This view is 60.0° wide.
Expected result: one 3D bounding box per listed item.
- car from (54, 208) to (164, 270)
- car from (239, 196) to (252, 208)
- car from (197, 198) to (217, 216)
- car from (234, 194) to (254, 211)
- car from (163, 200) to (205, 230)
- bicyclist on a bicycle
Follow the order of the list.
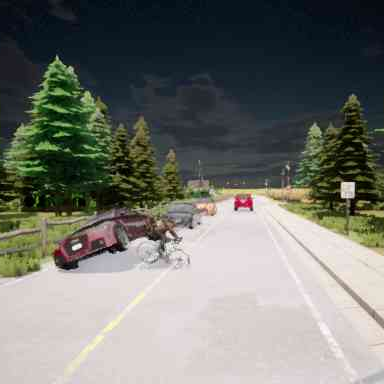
[{"bbox_3d":[-2.672,1.342,10.832,1.994,1.385,4.181,-24,-6,12],"label":"car"},{"bbox_3d":[8.176,1.469,50.520,1.882,1.535,5.008,0,0,11],"label":"car"},{"bbox_3d":[1.210,1.351,32.351,2.097,1.767,4.553,0,0,9],"label":"car"},{"bbox_3d":[6.286,1.213,40.281,2.150,2.045,5.566,0,0,10],"label":"car"},{"bbox_3d":[-0.565,1.506,21.390,1.837,1.490,4.892,0,0,10],"label":"car"},{"bbox_3d":[-0.806,1.493,9.863,1.656,1.620,0.582,17,-45,-19],"label":"bicyclist on a bicycle"}]
